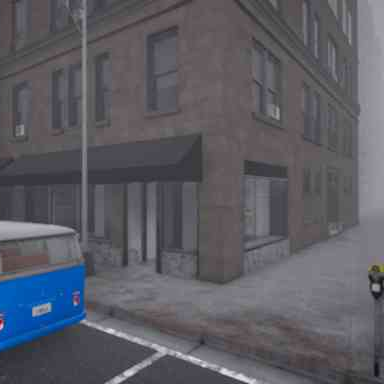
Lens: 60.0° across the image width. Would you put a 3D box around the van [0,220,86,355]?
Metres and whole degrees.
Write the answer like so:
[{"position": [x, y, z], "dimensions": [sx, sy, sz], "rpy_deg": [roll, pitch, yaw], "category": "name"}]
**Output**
[{"position": [-3.555, 1.378, 5.613], "dimensions": [3.998, 1.788, 1.690], "rpy_deg": [0, 0, 35], "category": "van"}]
